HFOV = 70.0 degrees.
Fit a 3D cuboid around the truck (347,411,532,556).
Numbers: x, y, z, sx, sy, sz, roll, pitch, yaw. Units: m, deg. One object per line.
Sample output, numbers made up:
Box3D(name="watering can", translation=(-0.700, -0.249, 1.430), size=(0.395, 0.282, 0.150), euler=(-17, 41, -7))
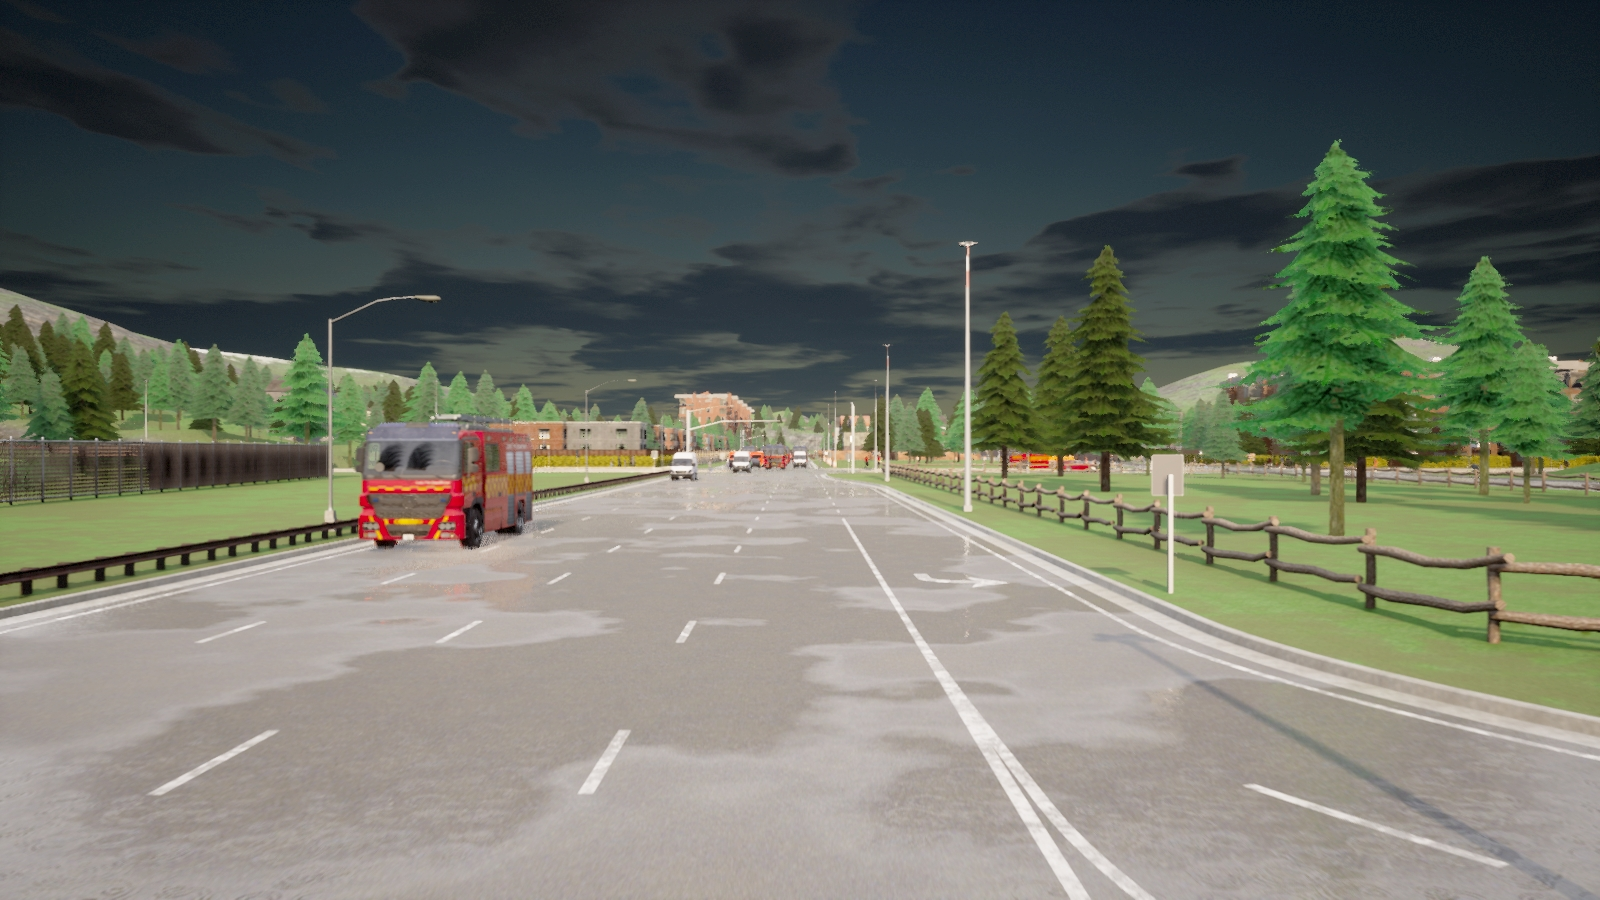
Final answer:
Box3D(name="truck", translation=(-10.495, 0.887, 34.365), size=(2.891, 3.827, 8.468), euler=(0, 0, 0))
